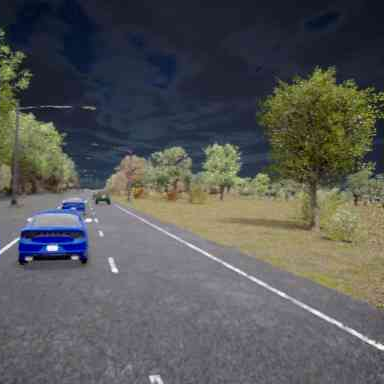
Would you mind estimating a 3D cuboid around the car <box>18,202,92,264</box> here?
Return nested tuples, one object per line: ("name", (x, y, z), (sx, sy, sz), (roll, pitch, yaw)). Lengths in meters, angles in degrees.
("car", (-4.497, 1.335, 11.278), (1.882, 1.535, 5.008), (2, 0, -18))

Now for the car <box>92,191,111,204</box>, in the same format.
("car", (-13.928, 0.823, 51.867), (2.150, 2.045, 5.566), (2, 0, -18))

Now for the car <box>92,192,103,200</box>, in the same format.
("car", (-19.967, 0.900, 70.194), (1.882, 1.535, 5.008), (2, 0, -18))

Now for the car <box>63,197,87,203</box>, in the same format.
("car", (-10.225, 1.163, 28.995), (1.882, 1.535, 5.008), (2, 0, -18))
